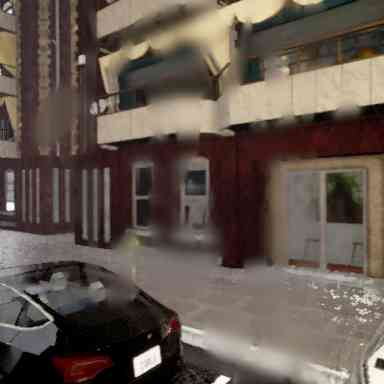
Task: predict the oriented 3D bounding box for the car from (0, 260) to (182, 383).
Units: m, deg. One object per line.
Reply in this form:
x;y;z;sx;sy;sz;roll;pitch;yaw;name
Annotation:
-2.096;1.560;4.224;4.313;1.339;1.947;0;-1;35;car

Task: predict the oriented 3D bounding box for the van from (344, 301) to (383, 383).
2.515;1.344;0.939;3.998;1.788;1.690;0;-1;35;van
